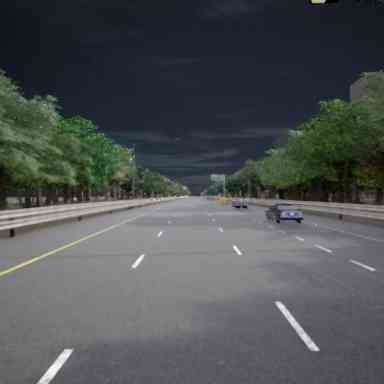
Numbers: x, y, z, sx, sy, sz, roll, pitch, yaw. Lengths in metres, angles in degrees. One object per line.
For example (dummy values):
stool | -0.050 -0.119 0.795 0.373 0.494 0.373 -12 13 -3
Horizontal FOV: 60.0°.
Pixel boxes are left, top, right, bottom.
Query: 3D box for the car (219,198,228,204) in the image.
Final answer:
car | 7.311 2.075 77.158 1.882 1.535 5.008 0 -1 0

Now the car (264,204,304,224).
car | 7.031 1.630 25.821 2.033 1.411 5.357 0 0 0

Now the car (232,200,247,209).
car | 7.130 1.913 50.595 1.895 1.301 4.718 0 -1 0
